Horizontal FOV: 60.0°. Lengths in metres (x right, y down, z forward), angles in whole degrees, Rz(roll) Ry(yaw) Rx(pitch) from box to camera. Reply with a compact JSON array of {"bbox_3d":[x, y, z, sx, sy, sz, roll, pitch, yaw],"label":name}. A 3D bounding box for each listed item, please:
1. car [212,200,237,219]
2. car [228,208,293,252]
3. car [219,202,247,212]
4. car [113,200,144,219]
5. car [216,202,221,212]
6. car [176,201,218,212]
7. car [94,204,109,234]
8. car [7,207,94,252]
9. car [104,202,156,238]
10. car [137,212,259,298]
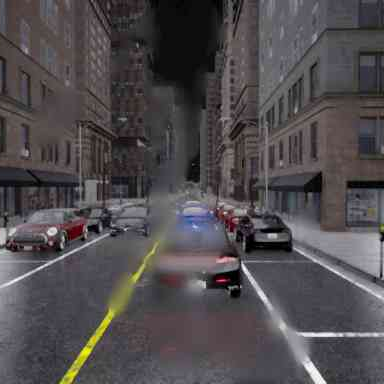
[{"bbox_3d":[2.850,1.531,30.095,1.887,1.381,4.507,-1,0,0],"label":"car"},{"bbox_3d":[2.796,1.558,13.579,1.947,1.339,4.313,-1,0,0],"label":"car"},{"bbox_3d":[2.814,1.535,19.084,1.887,1.381,4.507,-1,0,0],"label":"car"},{"bbox_3d":[-5.675,1.531,30.123,1.887,1.381,4.507,-1,0,0],"label":"car"},{"bbox_3d":[2.832,1.533,24.589,1.887,1.381,4.507,-1,0,0],"label":"car"},{"bbox_3d":[0.159,1.468,18.018,1.882,1.535,5.008,0,0,0],"label":"car"},{"bbox_3d":[-5.711,1.556,19.113,1.947,1.339,4.313,-1,0,0],"label":"car"},{"bbox_3d":[-5.731,1.433,13.607,1.967,1.590,4.097,-1,0,0],"label":"car"},{"bbox_3d":[-3.021,1.496,17.778,1.837,1.490,4.892,0,0,0],"label":"car"},{"bbox_3d":[0.126,1.486,8.513,2.128,1.511,4.902,0,0,0],"label":"car"}]
